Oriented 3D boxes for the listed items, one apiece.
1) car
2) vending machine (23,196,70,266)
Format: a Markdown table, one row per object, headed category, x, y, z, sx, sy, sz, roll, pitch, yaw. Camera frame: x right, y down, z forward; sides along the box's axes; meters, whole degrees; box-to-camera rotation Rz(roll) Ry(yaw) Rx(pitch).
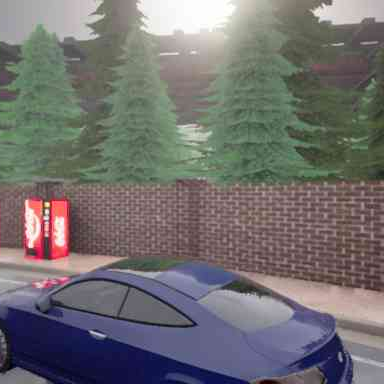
| category | x | y | z | sx | sy | sz | roll | pitch | yaw |
| --- | --- | --- | --- | --- | --- | --- | --- | --- | --- |
| car | -0.650 | 1.528 | 4.023 | 4.674 | 1.442 | 1.812 | 0 | 0 | 33 |
| vending machine | -4.694 | 1.204 | 10.761 | 0.880 | 2.100 | 1.100 | 0 | 0 | 23 |
